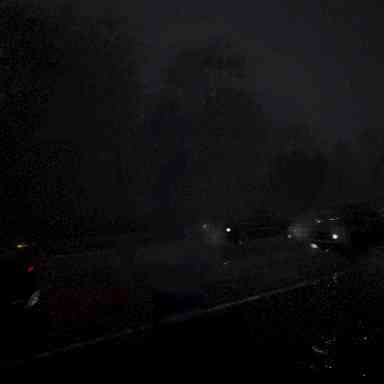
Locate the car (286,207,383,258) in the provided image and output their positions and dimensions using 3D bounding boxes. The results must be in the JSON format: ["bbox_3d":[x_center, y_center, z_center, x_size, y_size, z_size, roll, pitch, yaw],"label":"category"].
[{"bbox_3d":[5.902,1.459,12.408,4.718,1.301,1.895,-1,1,-35],"label":"car"}]

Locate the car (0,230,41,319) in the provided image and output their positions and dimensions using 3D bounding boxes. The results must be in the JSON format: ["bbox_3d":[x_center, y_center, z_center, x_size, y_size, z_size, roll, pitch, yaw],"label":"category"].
[{"bbox_3d":[-4.873,1.486,4.816,4.892,1.490,1.837,0,0,-36],"label":"car"}]

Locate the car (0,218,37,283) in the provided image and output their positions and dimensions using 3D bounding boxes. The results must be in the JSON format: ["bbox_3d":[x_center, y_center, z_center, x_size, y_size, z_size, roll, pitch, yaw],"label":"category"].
[{"bbox_3d":[-6.451,1.503,7.988,4.674,1.442,1.812,0,0,-35],"label":"car"}]

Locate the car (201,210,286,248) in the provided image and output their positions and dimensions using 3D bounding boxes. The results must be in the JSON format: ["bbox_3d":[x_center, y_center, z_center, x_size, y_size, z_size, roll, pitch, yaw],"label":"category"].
[{"bbox_3d":[2.713,1.477,14.444,4.718,1.301,1.895,-1,1,-35],"label":"car"}]

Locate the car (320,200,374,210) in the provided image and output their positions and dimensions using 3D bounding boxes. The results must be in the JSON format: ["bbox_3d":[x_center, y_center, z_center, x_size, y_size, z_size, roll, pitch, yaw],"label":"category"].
[{"bbox_3d":[8.554,1.248,18.617,4.892,1.490,1.837,-2,1,-35],"label":"car"}]
